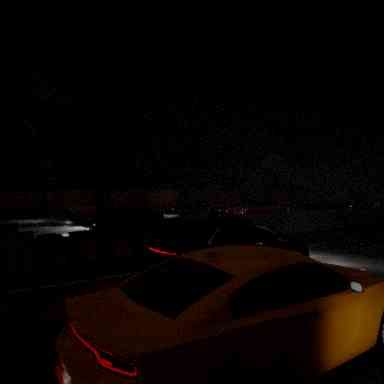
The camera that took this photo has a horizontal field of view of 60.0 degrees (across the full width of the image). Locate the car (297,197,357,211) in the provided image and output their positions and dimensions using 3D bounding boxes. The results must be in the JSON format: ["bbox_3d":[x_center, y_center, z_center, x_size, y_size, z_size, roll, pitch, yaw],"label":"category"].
[{"bbox_3d":[12.103,1.475,29.699,5.357,1.411,2.033,0,0,-36],"label":"car"}]

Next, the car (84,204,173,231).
[{"bbox_3d":[-3.500,1.541,18.671,4.181,1.385,1.994,0,0,-35],"label":"car"}]

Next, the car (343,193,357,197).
[{"bbox_3d":[19.076,1.120,39.147,5.566,2.045,2.150,0,0,-38],"label":"car"}]

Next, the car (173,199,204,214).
[{"bbox_3d":[0.083,1.451,34.023,4.892,1.490,1.837,0,0,-36],"label":"car"}]

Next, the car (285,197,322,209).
[{"bbox_3d":[15.139,1.445,44.969,5.357,1.411,2.033,0,0,-38],"label":"car"}]

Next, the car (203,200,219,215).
[{"bbox_3d":[3.715,1.425,28.015,5.008,1.535,1.882,0,0,-36],"label":"car"}]

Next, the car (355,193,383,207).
[{"bbox_3d":[19.725,1.255,35.194,4.553,1.767,2.097,0,0,-36],"label":"car"}]

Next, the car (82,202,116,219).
[{"bbox_3d":[-4.715,1.539,22.088,4.181,1.385,1.994,0,0,-35],"label":"car"}]

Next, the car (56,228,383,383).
[{"bbox_3d":[0.907,1.468,4.393,5.008,1.535,1.882,0,0,-36],"label":"car"}]

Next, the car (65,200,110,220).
[{"bbox_3d":[-8.143,1.450,28.223,5.008,1.535,1.882,0,0,-35],"label":"car"}]

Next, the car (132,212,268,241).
[{"bbox_3d":[1.106,1.487,8.834,4.892,1.490,1.837,0,0,-36],"label":"car"}]

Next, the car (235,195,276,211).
[{"bbox_3d":[7.531,1.274,39.336,4.553,1.767,2.097,0,0,-36],"label":"car"}]

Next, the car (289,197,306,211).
[{"bbox_3d":[11.284,1.415,33.414,4.902,1.511,2.128,0,0,-36],"label":"car"}]

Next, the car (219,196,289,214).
[{"bbox_3d":[4.560,1.304,24.345,4.553,1.767,2.097,0,0,-35],"label":"car"}]
